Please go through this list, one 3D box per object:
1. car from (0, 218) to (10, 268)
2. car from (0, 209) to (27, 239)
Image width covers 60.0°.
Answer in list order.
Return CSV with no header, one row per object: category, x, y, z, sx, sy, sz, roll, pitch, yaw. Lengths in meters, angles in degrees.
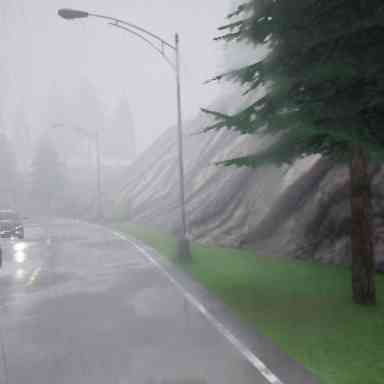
car,-6.470,1.720,9.001,1.812,1.442,4.674,-2,0,-20
car,-10.499,1.810,18.619,1.837,1.490,4.892,-2,0,-28
